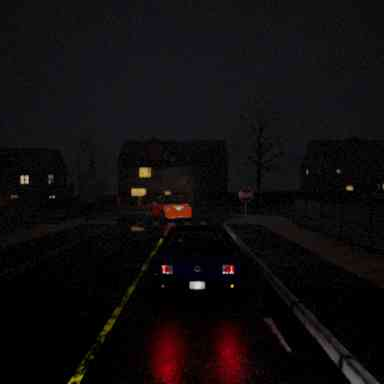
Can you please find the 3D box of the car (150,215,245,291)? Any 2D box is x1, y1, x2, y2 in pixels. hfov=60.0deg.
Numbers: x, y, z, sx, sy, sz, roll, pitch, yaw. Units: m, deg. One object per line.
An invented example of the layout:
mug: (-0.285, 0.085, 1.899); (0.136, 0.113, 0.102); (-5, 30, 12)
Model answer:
car: (0.115, 1.525, 8.748); (1.895, 1.301, 4.718); (0, 0, 0)

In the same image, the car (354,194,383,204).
car: (16.465, 0.853, 29.330); (5.357, 1.411, 2.033); (-1, 1, 0)

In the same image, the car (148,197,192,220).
car: (-1.733, 1.144, 24.762); (2.097, 1.767, 4.553); (-1, 1, -23)
